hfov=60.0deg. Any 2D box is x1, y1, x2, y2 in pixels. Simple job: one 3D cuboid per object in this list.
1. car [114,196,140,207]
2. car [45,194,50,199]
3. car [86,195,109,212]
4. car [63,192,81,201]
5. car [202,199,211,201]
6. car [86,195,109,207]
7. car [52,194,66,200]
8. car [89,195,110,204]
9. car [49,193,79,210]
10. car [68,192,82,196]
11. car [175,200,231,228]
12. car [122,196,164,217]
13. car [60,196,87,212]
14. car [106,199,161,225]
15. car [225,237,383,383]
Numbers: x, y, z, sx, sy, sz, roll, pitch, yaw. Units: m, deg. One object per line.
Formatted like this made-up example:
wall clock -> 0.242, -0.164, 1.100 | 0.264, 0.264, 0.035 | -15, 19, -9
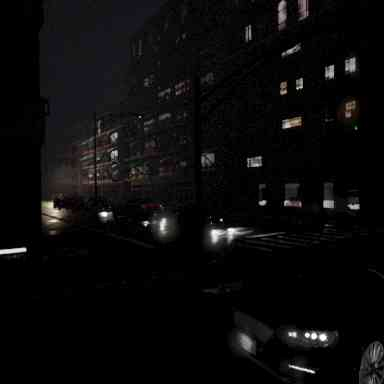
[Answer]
car -> -8.999, 1.264, 45.987 | 1.752, 1.417, 4.829 | -1, 1, -35
car -> -34.779, 1.073, 83.430 | 1.752, 1.417, 4.829 | -1, 1, -35
car -> -9.846, 1.424, 37.017 | 1.994, 1.385, 4.181 | -1, 1, -35
car -> -25.017, 0.933, 69.247 | 2.192, 1.841, 5.009 | -1, 1, -35
car -> 0.849, 1.357, 31.868 | 1.887, 1.381, 4.507 | -1, 1, -35
car -> -13.795, 1.265, 48.293 | 1.837, 1.490, 4.892 | -1, 1, -34
car -> -31.460, 1.122, 78.610 | 2.008, 1.369, 4.403 | -1, 1, -35
car -> -15.444, 1.215, 55.348 | 1.752, 1.417, 4.829 | -1, 1, -35
car -> -15.803, 1.312, 41.093 | 1.967, 1.590, 4.097 | -1, 1, -35
car -> -19.750, 1.208, 56.854 | 2.128, 1.511, 4.902 | -1, 1, -35
car -> 0.648, 1.506, 21.767 | 1.994, 1.385, 4.181 | -1, 1, -34
car -> -4.249, 1.256, 28.872 | 2.097, 1.767, 4.553 | -1, 1, -35
car -> -12.580, 1.447, 36.413 | 2.008, 1.369, 4.403 | -1, 1, -35
car -> -4.344, 1.508, 24.224 | 1.887, 1.381, 4.507 | -1, 1, -35
car -> 2.818, 1.489, 4.983 | 4.902, 1.511, 2.128 | 0, 0, -27
